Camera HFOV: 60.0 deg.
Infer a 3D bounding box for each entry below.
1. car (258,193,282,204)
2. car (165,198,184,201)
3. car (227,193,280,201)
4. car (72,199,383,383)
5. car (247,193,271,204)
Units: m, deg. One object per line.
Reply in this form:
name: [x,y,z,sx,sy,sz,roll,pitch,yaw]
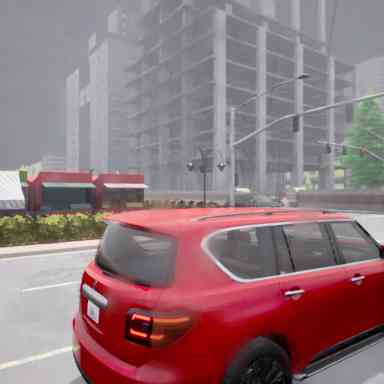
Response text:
car: [14.052,1.113,59.913,1.905,1.878,3.866,0,0,-36]
car: [-1.816,1.422,36.459,1.882,1.535,5.008,0,0,-36]
car: [5.024,1.169,27.029,2.150,2.045,5.566,0,0,-36]
car: [1.259,1.221,4.687,5.566,2.045,2.150,0,0,-35]
car: [11.661,1.113,58.199,1.905,1.878,3.866,0,0,-36]
